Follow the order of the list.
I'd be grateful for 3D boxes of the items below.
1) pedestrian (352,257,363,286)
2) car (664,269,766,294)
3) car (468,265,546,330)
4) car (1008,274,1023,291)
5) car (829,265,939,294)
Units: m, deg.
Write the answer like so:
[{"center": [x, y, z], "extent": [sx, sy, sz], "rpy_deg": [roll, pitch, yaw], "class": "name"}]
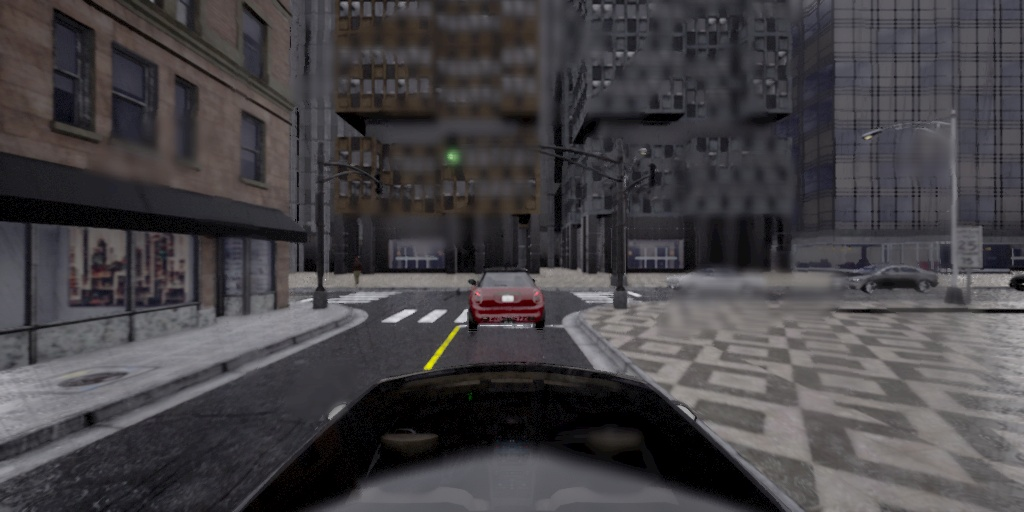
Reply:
[{"center": [-9.965, 0.971, 23.019], "extent": [0.375, 1.860, 0.375], "rpy_deg": [0, 0, 0], "class": "pedestrian"}, {"center": [11.085, 1.393, 19.871], "extent": [4.718, 1.301, 1.895], "rpy_deg": [0, 0, 0], "class": "car"}, {"center": [-0.320, 1.133, 11.427], "extent": [2.097, 1.767, 4.553], "rpy_deg": [0, 0, -6], "class": "car"}, {"center": [30.657, 1.273, 19.758], "extent": [4.892, 1.490, 1.837], "rpy_deg": [0, 0, 1], "class": "car"}, {"center": [20.430, 1.272, 19.820], "extent": [4.902, 1.511, 2.128], "rpy_deg": [0, 0, 0], "class": "car"}]
